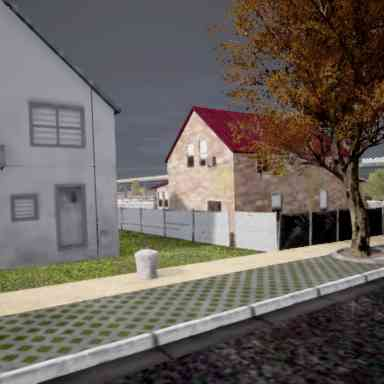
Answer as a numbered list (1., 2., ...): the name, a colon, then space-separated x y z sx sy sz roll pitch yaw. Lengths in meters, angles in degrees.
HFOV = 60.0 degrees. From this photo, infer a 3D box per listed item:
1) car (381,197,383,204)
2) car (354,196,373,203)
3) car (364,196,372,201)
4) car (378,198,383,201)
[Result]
1. car: 38.475 1.608 63.267 2.128 1.511 4.902 -2 0 0
2. car: 38.574 1.585 74.944 1.837 1.490 4.892 -2 0 0
3. car: 31.967 1.786 62.081 1.882 1.535 5.008 -2 0 0
4. car: 35.198 1.674 59.581 2.128 1.511 4.902 -2 0 1
